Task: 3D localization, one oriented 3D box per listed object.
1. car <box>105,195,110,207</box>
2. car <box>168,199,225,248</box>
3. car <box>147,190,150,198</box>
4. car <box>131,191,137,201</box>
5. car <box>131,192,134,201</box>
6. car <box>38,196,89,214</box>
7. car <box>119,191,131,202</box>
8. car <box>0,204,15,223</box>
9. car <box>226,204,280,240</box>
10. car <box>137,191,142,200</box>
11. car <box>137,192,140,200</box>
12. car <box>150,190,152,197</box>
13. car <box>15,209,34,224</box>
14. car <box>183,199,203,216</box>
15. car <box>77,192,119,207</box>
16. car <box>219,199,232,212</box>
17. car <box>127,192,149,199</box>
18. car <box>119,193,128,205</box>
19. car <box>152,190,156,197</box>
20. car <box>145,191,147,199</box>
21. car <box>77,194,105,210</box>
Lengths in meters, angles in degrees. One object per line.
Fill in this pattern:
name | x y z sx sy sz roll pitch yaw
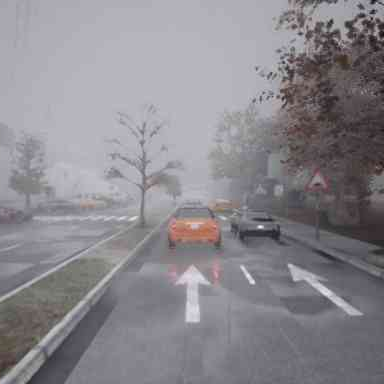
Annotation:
car | -13.838 1.474 44.483 4.674 1.452 2.002 -1 0 -20
car | 0.101 1.339 14.845 2.097 1.767 4.553 0 0 0
car | -13.787 0.735 80.522 5.566 2.045 2.435 -1 1 -20
car | -13.851 1.111 65.495 4.553 1.767 2.185 -1 1 -20
car | -13.823 1.323 62.508 4.674 1.452 2.002 -1 0 -20
car | -13.814 1.484 35.486 4.792 1.488 2.163 -1 0 -20
car | -13.854 1.101 56.482 5.566 2.045 2.435 -1 1 -20
car | -13.846 1.515 20.462 4.674 1.452 2.002 -1 0 -20
car | 3.101 1.549 17.052 1.994 1.385 4.181 0 0 0
car | -13.807 1.140 71.507 5.008 1.535 2.097 -1 1 -20
car | -13.819 1.230 68.508 4.674 1.452 2.002 -1 1 -20
car | -13.631 0.931 83.577 5.366 1.575 1.946 -1 1 -20
car | -13.823 1.500 23.481 4.792 1.488 2.163 -1 0 -20
car | 0.103 1.470 33.132 1.837 1.490 4.892 0 0 0
car | -13.809 1.172 47.501 5.566 2.045 2.435 -1 0 -20
car | 3.104 1.441 34.672 1.882 1.535 5.008 0 0 0
car | -13.977 0.893 86.443 5.366 1.575 1.946 -1 1 -20
car | -13.655 1.374 53.557 5.366 1.575 1.946 -1 0 -20
car | -13.826 0.556 92.490 5.566 2.045 2.435 -1 1 -20
car | -13.784 1.065 77.523 4.792 1.488 2.163 -1 1 -20
car | -14.007 1.444 41.410 5.366 1.575 1.946 -1 0 -20
